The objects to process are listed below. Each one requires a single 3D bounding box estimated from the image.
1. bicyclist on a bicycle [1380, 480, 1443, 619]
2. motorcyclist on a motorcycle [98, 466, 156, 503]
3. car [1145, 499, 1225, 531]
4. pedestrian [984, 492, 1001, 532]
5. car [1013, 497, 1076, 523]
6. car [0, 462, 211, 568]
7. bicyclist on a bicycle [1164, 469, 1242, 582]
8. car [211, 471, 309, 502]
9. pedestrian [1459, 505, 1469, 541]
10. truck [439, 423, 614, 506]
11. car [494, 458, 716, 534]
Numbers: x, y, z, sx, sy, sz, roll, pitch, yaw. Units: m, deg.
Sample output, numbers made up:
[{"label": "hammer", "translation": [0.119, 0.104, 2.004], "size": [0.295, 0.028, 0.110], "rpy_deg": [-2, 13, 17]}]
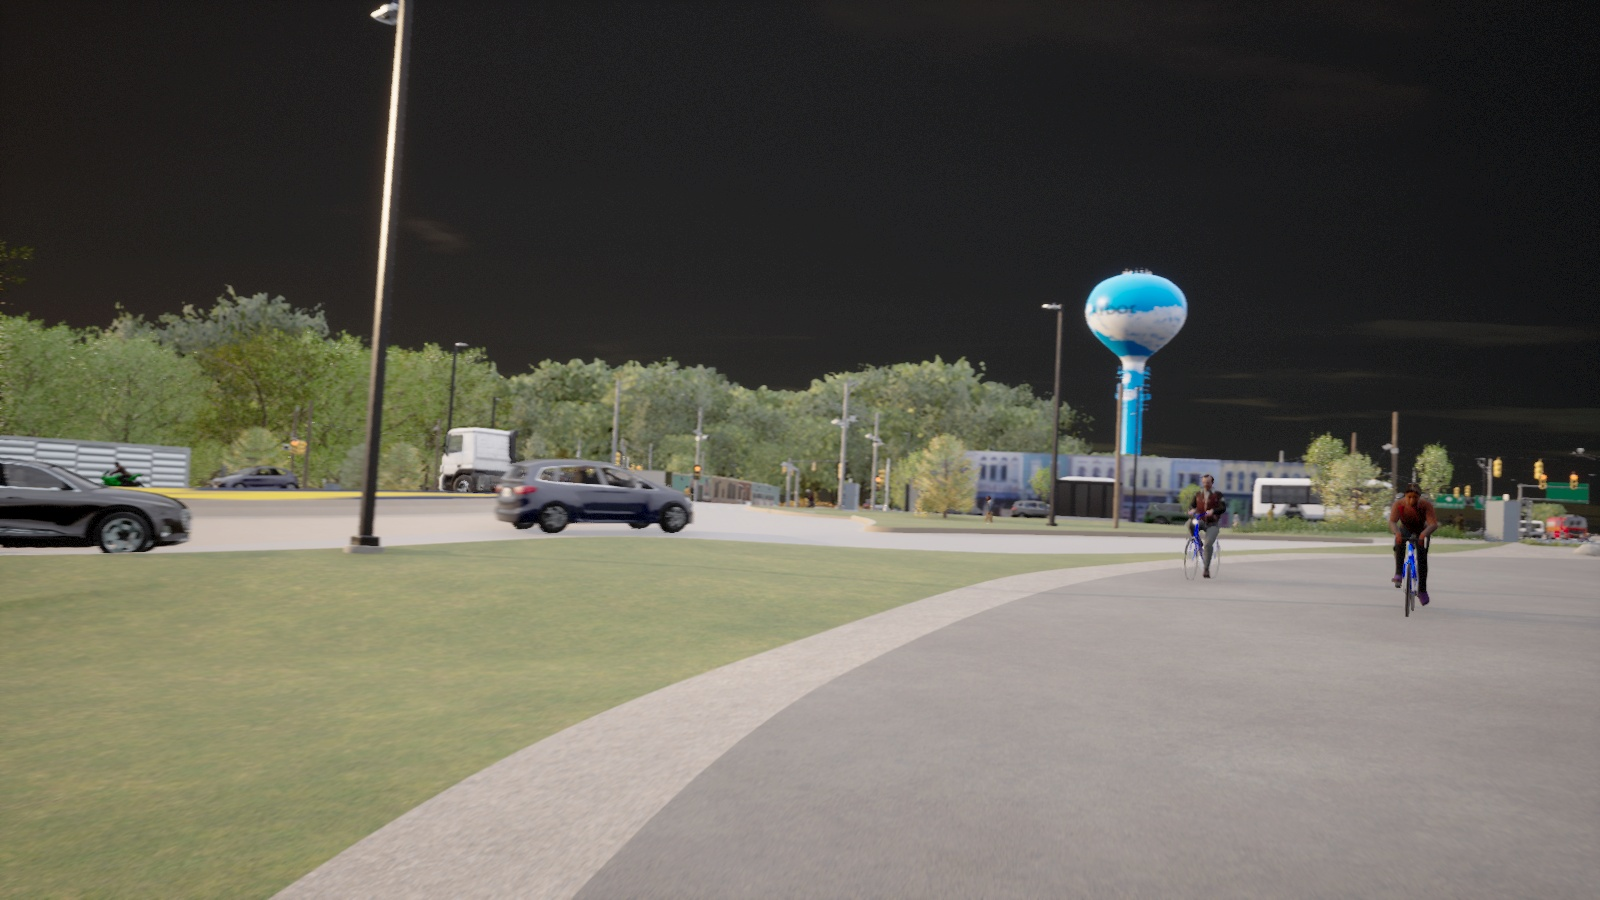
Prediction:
[{"label": "bicyclist on a bicycle", "translation": [7.635, 1.197, 15.655], "size": [0.582, 1.620, 1.656], "rpy_deg": [1, -1, 29]}, {"label": "motorcyclist on a motorcycle", "translation": [-29.594, 1.526, 55.237], "size": [2.044, 1.523, 0.797], "rpy_deg": [-2, -2, -8]}, {"label": "car", "translation": [28.833, 4.872, 94.193], "size": [5.566, 2.045, 2.150], "rpy_deg": [2, -4, 14]}, {"label": "pedestrian", "translation": [9.709, 3.132, 63.269], "size": [0.788, 1.949, 0.423], "rpy_deg": [2, -4, 7]}, {"label": "car", "translation": [18.838, 4.614, 96.644], "size": [4.611, 1.667, 2.242], "rpy_deg": [2, -4, 14]}, {"label": "car", "translation": [-12.476, 1.049, 20.678], "size": [4.856, 1.649, 2.033], "rpy_deg": [1, -2, -21]}, {"label": "bicyclist on a bicycle", "translation": [6.707, 1.240, 20.853], "size": [0.659, 1.776, 1.843], "rpy_deg": [0, -3, 36]}, {"label": "car", "translation": [-27.235, 1.816, 63.388], "size": [1.816, 1.474, 4.193], "rpy_deg": [0, -1, 36]}, {"label": "pedestrian", "translation": [36.119, 3.972, 68.300], "size": [0.395, 1.930, 0.692], "rpy_deg": [1, -4, 22]}, {"label": "truck", "translation": [-12.572, 0.776, 57.446], "size": [7.936, 3.462, 2.891], "rpy_deg": [-2, -5, 32]}, {"label": "car", "translation": [-4.575, 1.060, 29.612], "size": [4.611, 1.667, 2.242], "rpy_deg": [2, -1, -32]}]
